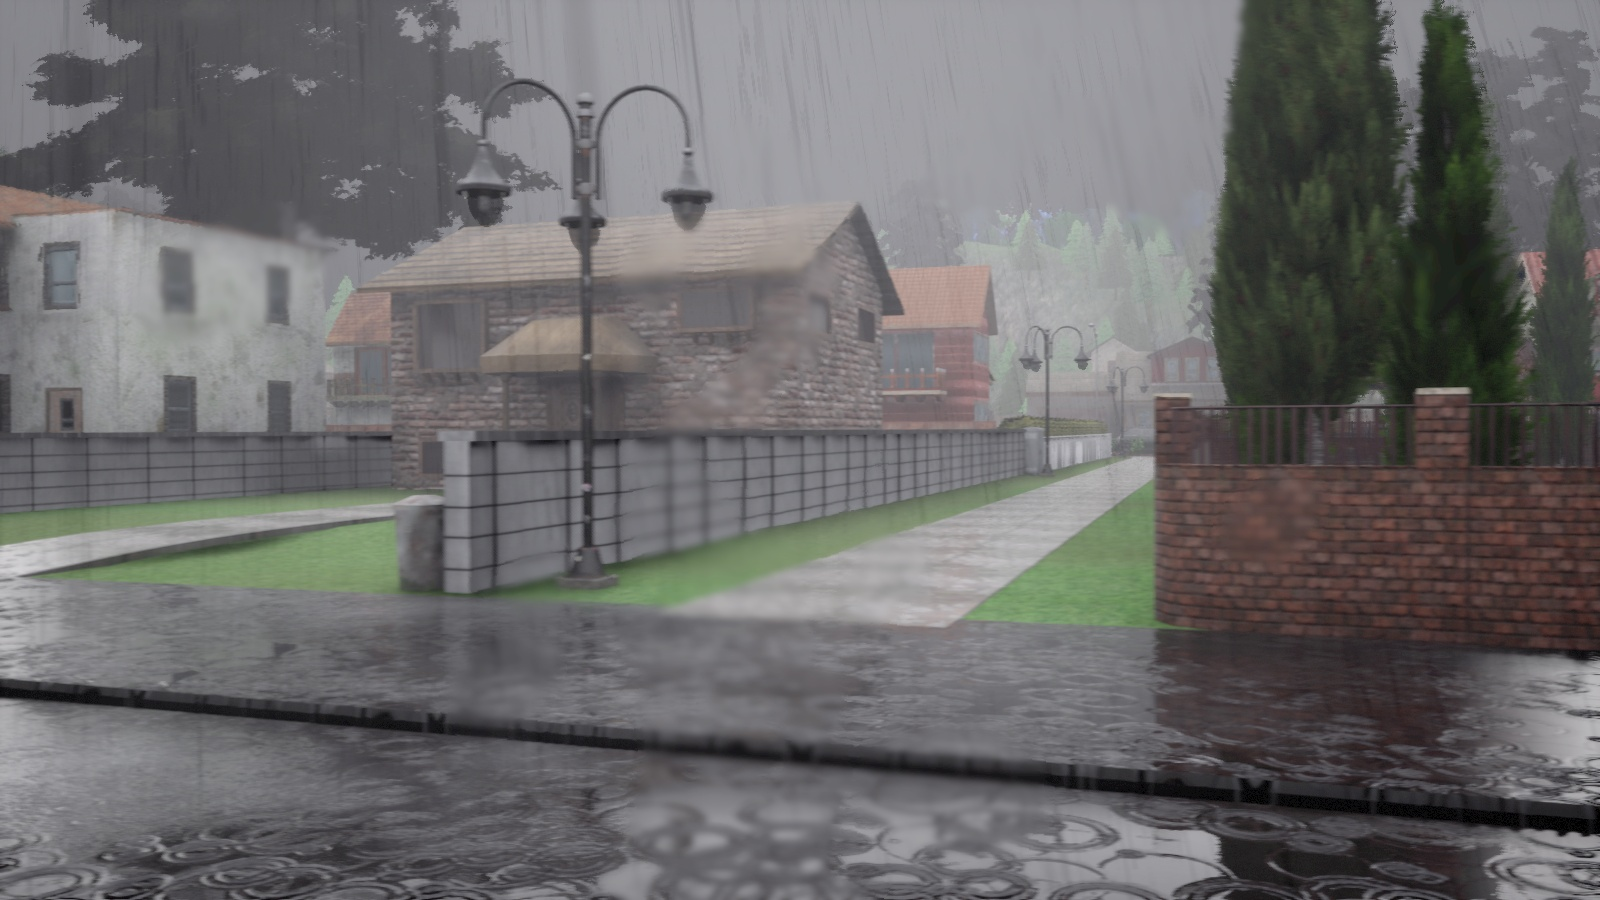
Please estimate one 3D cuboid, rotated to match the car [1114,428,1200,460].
[{"bbox_3d":[20.142,-0.372,70.763,4.553,1.767,2.097,1,1,19],"label":"car"}]
